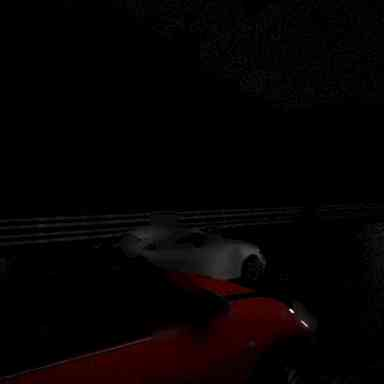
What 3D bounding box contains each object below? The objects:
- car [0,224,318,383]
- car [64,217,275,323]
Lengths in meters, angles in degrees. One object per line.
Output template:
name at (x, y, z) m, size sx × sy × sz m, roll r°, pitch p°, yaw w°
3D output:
car at (-0.854, 1.351, 3.135) m, size 4.553 × 1.767 × 2.097 m, roll 0°, pitch 0°, yaw -36°
car at (-0.329, 1.498, 7.806) m, size 4.674 × 1.442 × 1.812 m, roll -1°, pitch 1°, yaw -35°
